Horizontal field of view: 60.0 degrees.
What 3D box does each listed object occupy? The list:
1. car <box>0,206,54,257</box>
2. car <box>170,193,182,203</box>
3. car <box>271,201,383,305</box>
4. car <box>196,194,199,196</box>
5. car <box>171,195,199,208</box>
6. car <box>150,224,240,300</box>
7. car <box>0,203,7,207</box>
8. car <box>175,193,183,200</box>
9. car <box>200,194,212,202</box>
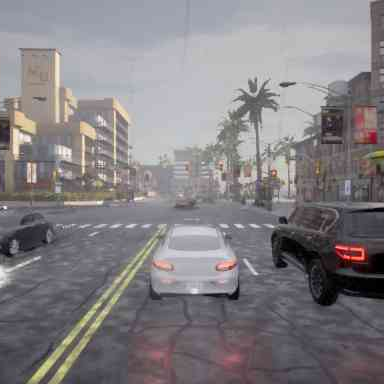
[{"bbox_3d":[-7.093,1.505,13.063,1.837,1.490,4.892,0,0,0],"label":"car"},{"bbox_3d":[-3.574,1.553,71.265,1.994,1.385,4.181,0,0,0],"label":"car"},{"bbox_3d":[3.559,1.221,8.232,2.150,2.045,5.566,0,0,0],"label":"car"},{"bbox_3d":[-0.071,1.596,75.138,1.895,1.301,4.718,0,0,0],"label":"car"},{"bbox_3d":[-0.946,1.564,47.628,1.994,1.385,4.181,0,0,18],"label":"car"},{"bbox_3d":[0.061,1.526,8.289,1.812,1.442,4.674,0,0,0],"label":"car"},{"bbox_3d":[-21.837,1.491,34.708,4.902,1.511,2.128,0,0,0],"label":"car"},{"bbox_3d":[-3.599,1.225,91.812,2.150,2.045,5.566,0,0,0],"label":"car"},{"bbox_3d":[3.424,1.355,76.392,2.097,1.767,4.553,0,0,0],"label":"car"}]
